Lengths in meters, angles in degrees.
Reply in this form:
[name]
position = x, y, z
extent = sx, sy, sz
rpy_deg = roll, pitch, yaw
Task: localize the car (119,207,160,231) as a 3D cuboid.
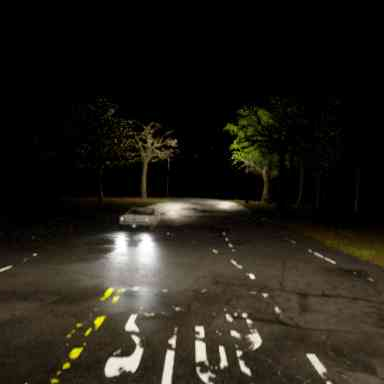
[car]
position = -3.234, 1.671, 21.171
extent = 1.895, 1.301, 4.718
rpy_deg = 2, -1, 2
